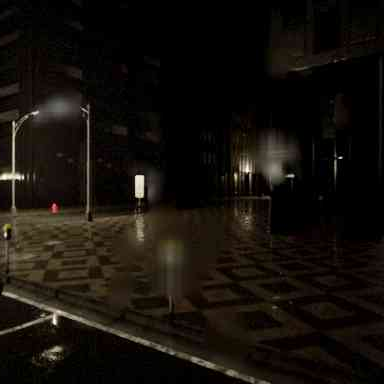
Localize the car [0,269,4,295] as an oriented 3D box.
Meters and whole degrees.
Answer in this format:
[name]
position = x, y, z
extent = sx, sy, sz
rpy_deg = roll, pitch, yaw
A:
[car]
position = -5.843, 1.522, 7.056
extent = 4.829, 1.417, 1.752
rpy_deg = 0, 0, 35
